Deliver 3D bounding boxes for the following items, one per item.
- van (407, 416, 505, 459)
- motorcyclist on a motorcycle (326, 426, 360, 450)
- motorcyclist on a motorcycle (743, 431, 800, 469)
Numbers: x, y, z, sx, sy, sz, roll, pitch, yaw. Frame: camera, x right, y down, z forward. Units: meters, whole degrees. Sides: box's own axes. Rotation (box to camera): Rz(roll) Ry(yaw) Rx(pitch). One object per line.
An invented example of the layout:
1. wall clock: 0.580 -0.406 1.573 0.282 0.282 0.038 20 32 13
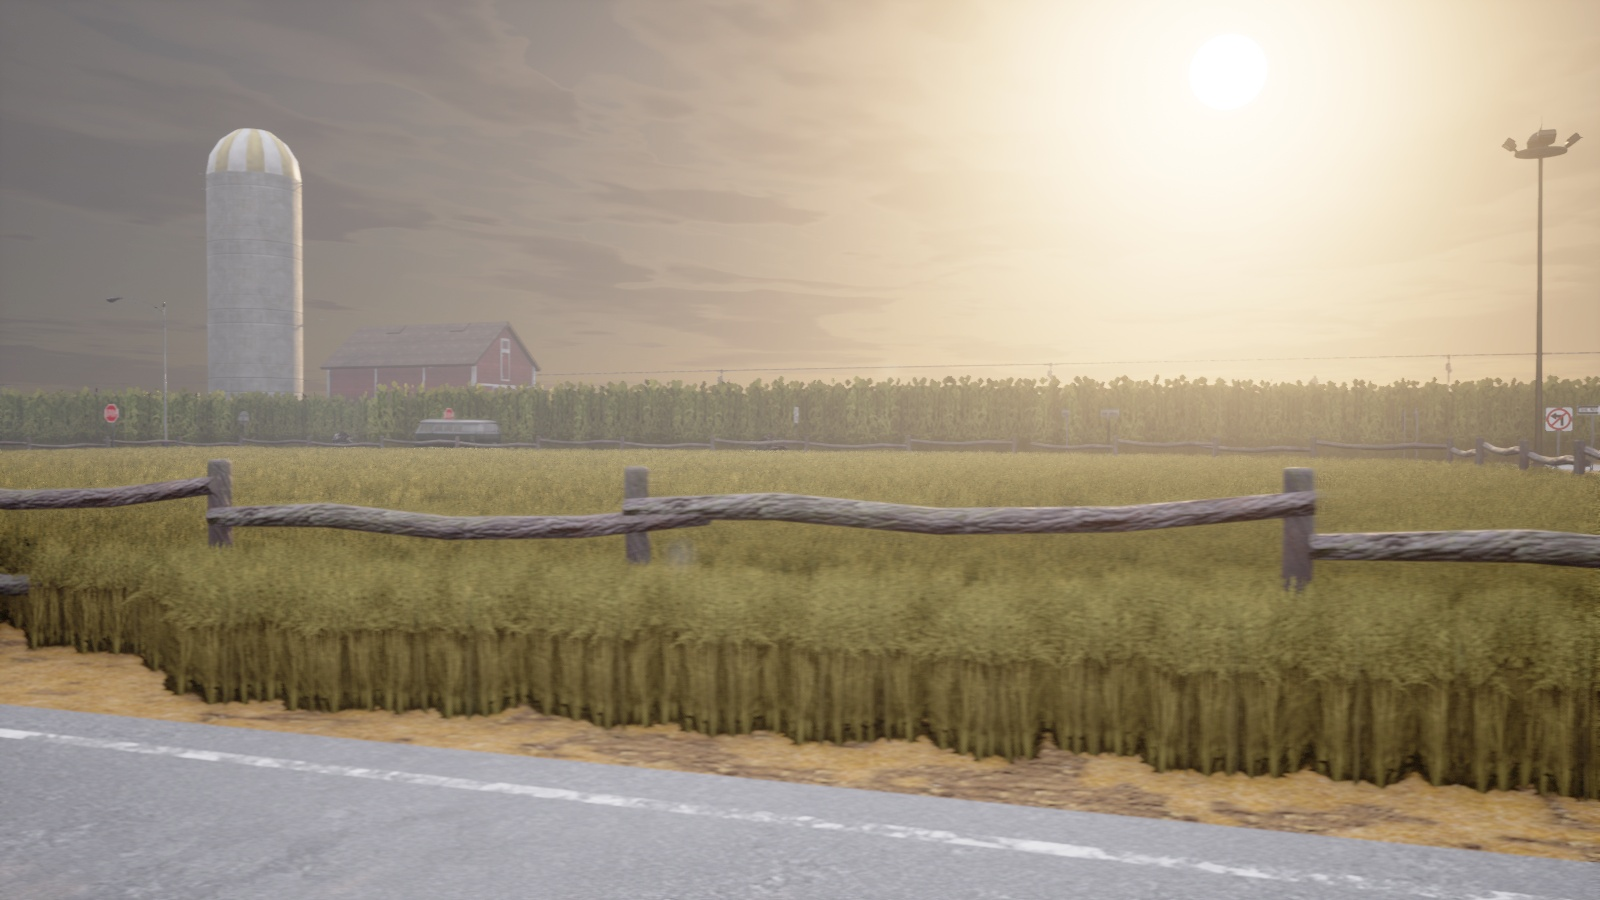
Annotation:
1. van: -16.882 -0.638 61.663 4.442 1.987 1.775 1 1 20
2. motorcyclist on a motorcycle: -29.259 -0.758 80.461 0.866 1.530 2.191 1 0 20
3. motorcyclist on a motorcycle: -1.201 -0.002 52.502 2.191 1.530 0.866 1 1 20
